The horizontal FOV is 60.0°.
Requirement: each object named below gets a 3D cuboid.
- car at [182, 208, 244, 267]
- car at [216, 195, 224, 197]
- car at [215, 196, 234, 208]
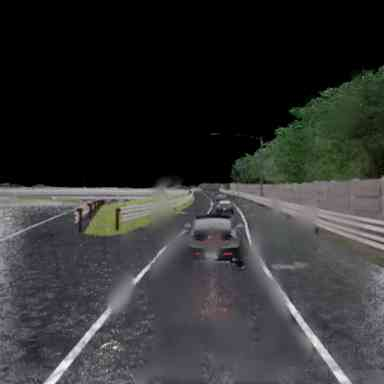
[{"bbox_3d":[0.761,1.534,11.615,1.837,1.490,4.892,0,0,5],"label":"car"},{"bbox_3d":[5.467,1.156,64.059,1.895,1.301,4.718,0,1,2],"label":"car"},{"bbox_3d":[3.597,1.533,36.432,1.812,1.442,4.674,0,0,6],"label":"car"}]
